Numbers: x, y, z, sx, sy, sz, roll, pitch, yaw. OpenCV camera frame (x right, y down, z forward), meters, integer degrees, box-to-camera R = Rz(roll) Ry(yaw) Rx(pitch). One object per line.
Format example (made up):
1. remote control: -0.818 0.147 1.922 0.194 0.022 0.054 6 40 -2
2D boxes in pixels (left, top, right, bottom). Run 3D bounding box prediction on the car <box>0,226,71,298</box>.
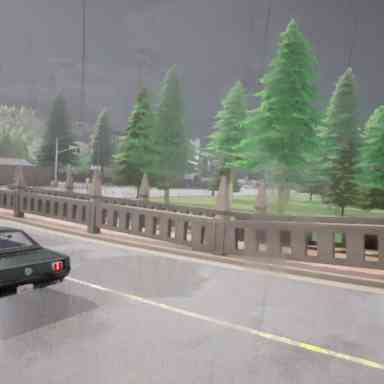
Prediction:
1. car: -4.900 1.432 7.462 4.718 1.301 1.895 3 2 35
